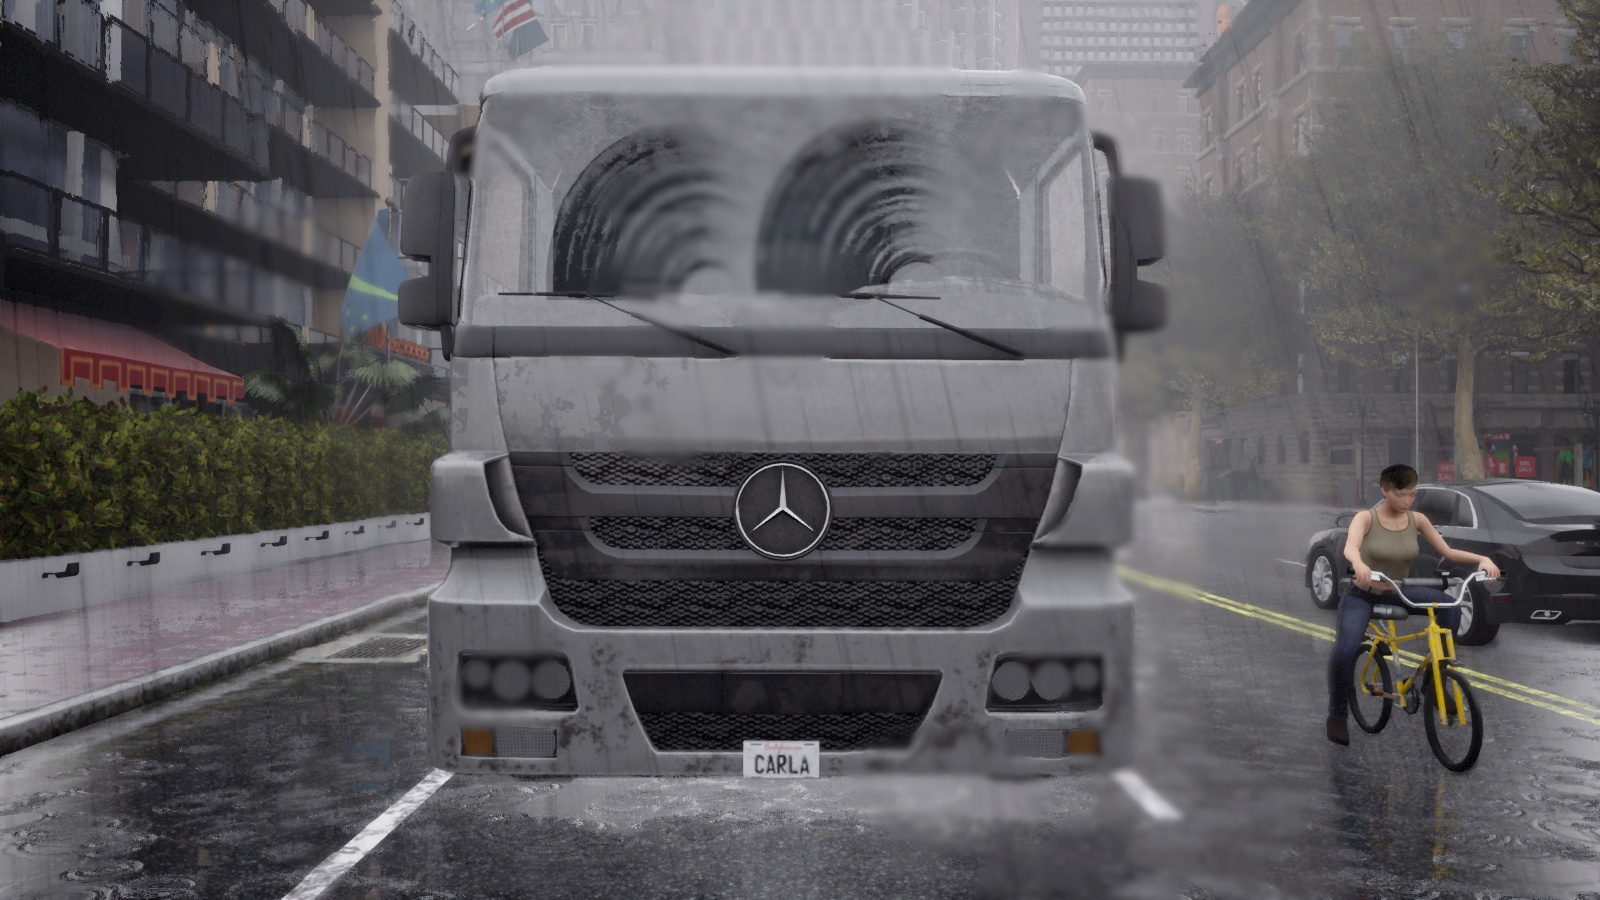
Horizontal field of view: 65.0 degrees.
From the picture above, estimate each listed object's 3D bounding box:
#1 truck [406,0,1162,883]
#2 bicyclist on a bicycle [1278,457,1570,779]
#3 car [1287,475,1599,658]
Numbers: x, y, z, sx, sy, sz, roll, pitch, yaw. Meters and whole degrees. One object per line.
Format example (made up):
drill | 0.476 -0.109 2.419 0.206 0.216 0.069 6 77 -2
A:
truck | -0.100 -0.020 8.798 2.891 3.462 7.936 0 -1 -1
bicyclist on a bicycle | 3.422 0.856 7.063 0.866 1.612 1.509 0 -1 0
car | 6.867 1.007 12.815 1.837 1.490 4.892 0 -1 -1
